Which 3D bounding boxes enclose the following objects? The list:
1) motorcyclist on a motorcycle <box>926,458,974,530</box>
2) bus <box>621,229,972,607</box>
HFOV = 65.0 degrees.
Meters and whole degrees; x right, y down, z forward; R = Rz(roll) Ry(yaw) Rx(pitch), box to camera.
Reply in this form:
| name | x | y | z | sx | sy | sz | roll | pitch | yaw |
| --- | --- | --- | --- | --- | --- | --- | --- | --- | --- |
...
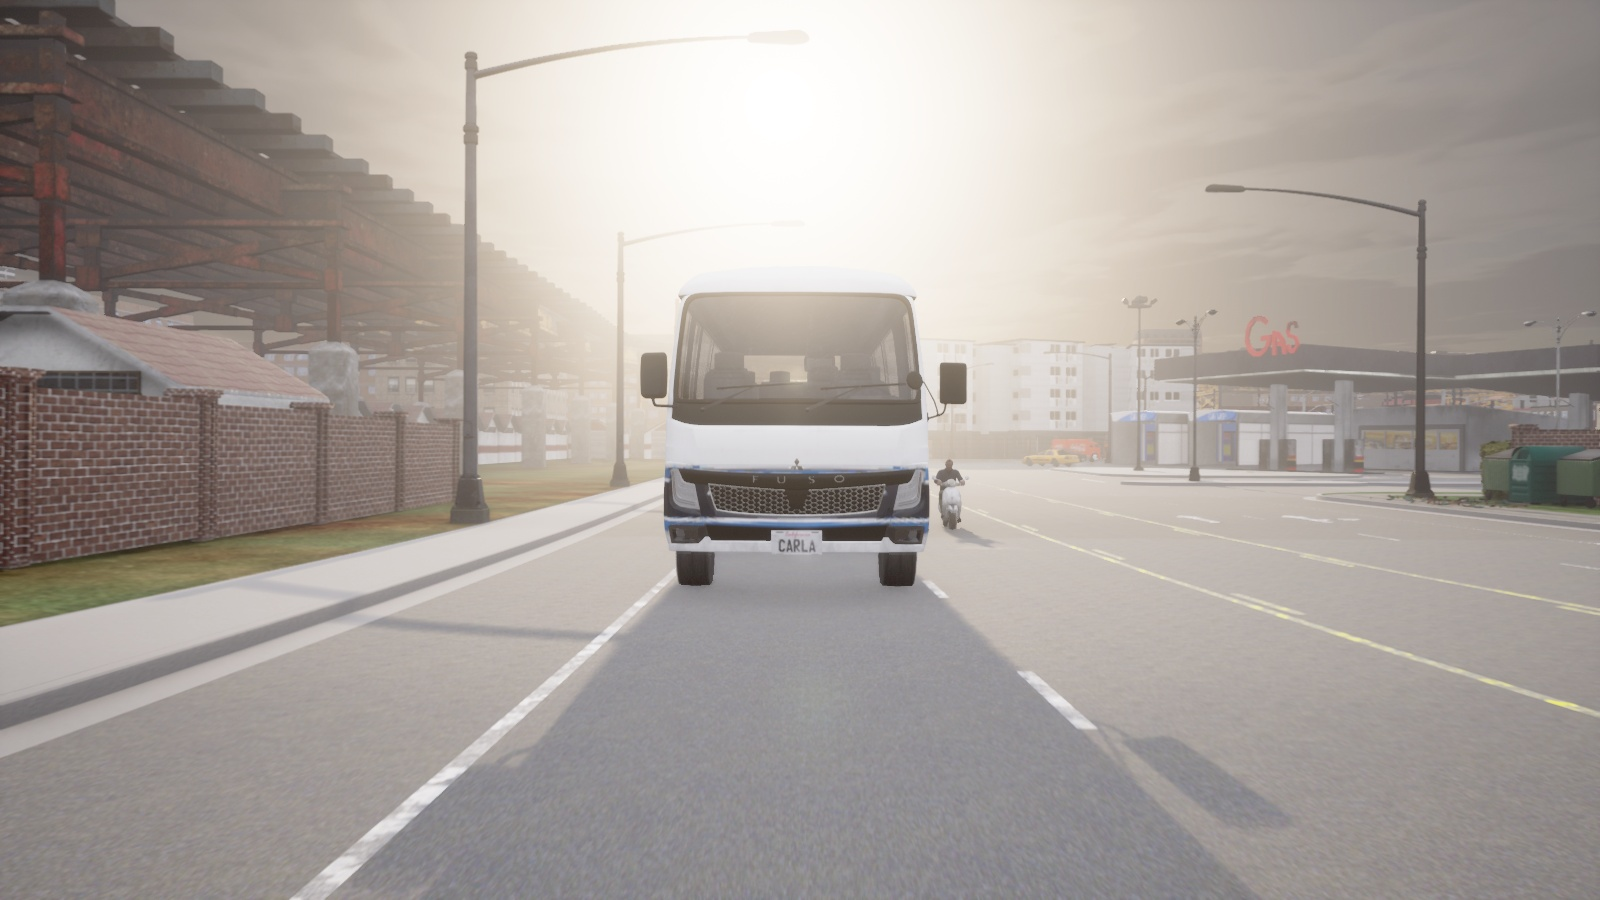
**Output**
| name | x | y | z | sx | sy | sz | roll | pitch | yaw |
| --- | --- | --- | --- | --- | --- | --- | --- | --- | --- |
| motorcyclist on a motorcycle | 3.435 | 0.984 | 28.857 | 0.866 | 1.590 | 1.817 | 0 | 0 | 0 |
| bus | -0.048 | -0.344 | 19.314 | 3.944 | 4.253 | 10.273 | 0 | 0 | 0 |
